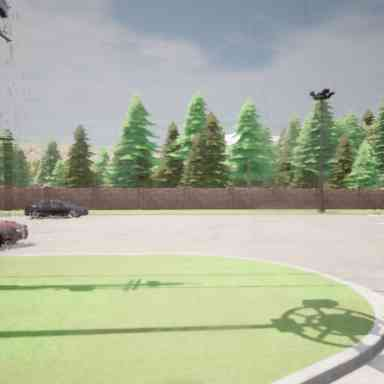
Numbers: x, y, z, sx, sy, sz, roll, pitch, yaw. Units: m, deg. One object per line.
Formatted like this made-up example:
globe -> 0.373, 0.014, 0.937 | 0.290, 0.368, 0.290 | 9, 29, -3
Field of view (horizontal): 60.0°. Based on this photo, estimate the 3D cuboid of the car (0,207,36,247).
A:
car -> -9.114, 1.463, 13.304 | 4.674, 1.442, 1.812 | 0, 0, -4

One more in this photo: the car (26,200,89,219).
car -> -11.005, 1.400, 27.200 | 4.892, 1.490, 1.837 | 0, 0, -4
